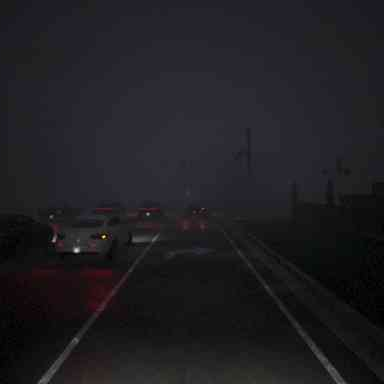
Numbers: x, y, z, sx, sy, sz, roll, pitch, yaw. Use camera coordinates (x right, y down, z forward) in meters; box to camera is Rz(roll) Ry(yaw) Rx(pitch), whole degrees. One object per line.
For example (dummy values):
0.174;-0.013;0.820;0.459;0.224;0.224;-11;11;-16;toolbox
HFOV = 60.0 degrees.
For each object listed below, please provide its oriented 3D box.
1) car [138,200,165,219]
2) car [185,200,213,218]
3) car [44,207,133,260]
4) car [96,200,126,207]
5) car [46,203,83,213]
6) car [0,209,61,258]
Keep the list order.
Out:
-3.428;1.445;28.457;1.837;1.490;4.892;0;1;0;car
0.608;1.462;29.021;1.812;1.442;4.674;0;0;10;car
-3.437;1.499;12.264;1.812;1.442;4.674;0;0;0;car
-6.928;1.445;28.472;1.837;1.490;4.892;0;1;0;car
-10.436;1.543;26.953;1.895;1.301;4.718;0;0;0;car
-6.935;1.536;12.641;1.994;1.385;4.181;0;0;0;car
